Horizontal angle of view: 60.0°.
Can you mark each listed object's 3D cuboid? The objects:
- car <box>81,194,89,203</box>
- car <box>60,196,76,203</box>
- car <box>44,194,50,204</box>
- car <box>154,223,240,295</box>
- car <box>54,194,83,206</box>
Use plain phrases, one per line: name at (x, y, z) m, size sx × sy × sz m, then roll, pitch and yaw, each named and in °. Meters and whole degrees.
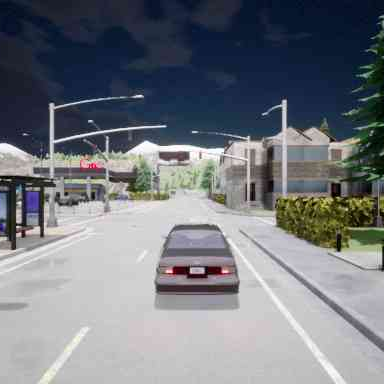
car at (-22.618, 1.268, 68.937) m, size 1.905 × 1.878 × 3.866 m, roll 0°, pitch 0°, yaw 0°
car at (-25.944, 1.552, 69.540) m, size 1.970 × 1.475 × 3.806 m, roll 0°, pitch 0°, yaw 0°
car at (-25.884, 1.289, 61.061) m, size 1.932 × 1.855 × 4.605 m, roll 0°, pitch 0°, yaw 0°
car at (0.101, 1.547, 8.871) m, size 2.033 × 1.411 × 5.357 m, roll 0°, pitch 0°, yaw 0°
car at (-18.917, 1.489, 51.068) m, size 2.007 × 1.523 × 4.514 m, roll 0°, pitch 0°, yaw 0°
